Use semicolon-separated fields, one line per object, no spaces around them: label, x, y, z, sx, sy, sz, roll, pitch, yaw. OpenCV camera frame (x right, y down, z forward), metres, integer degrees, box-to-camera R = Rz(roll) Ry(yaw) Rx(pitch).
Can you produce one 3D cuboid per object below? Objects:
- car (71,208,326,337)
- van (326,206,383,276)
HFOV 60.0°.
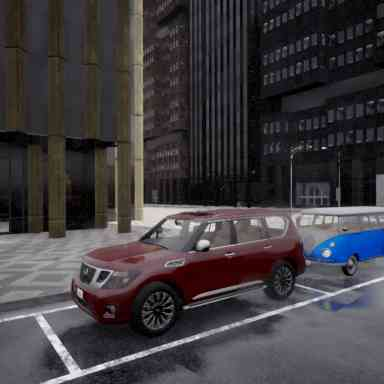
car;0.236;1.315;6.828;5.009;1.841;2.192;0;0;-36
van;4.732;1.341;10.039;3.998;1.788;1.690;0;0;-36
